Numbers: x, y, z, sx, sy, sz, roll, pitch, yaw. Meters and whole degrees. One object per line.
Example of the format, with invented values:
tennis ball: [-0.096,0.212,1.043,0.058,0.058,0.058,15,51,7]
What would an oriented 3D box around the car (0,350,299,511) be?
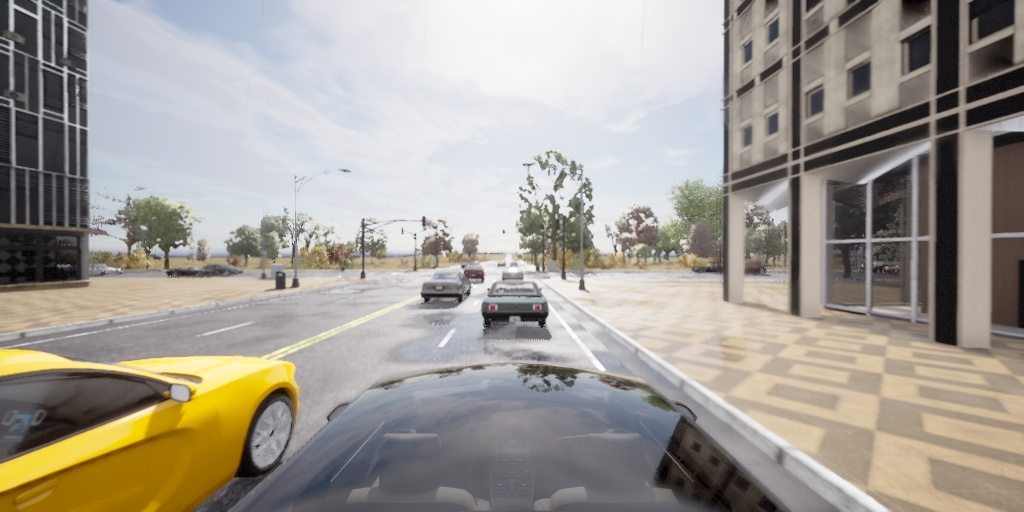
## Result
car: [-3.151,1.228,1.745,1.882,1.535,5.008,0,-1,0]

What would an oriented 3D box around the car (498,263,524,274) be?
car: [0.059,1.578,30.389,2.033,1.411,5.357,0,-1,0]

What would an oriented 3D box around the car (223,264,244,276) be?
car: [-35.768,1.725,44.170,4.892,1.490,1.837,0,0,3]

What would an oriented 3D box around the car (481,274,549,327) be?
car: [0.084,1.453,12.000,1.895,1.301,4.718,0,-1,0]

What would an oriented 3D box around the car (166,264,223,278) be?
car: [-36.364,1.840,40.940,4.718,1.301,1.895,0,0,3]

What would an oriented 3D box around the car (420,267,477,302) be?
car: [-3.174,1.459,18.128,2.033,1.411,5.357,0,-1,0]

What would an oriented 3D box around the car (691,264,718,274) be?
car: [26.459,1.690,47.575,4.718,1.301,1.895,0,0,3]

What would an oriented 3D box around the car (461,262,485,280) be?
car: [-3.536,1.553,33.168,1.882,1.535,5.008,0,-1,-4]

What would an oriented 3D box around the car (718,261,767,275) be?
car: [28.563,1.456,44.221,4.553,1.767,2.097,0,0,3]

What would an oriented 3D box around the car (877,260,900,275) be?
car: [47.848,1.565,43.245,5.008,1.535,1.882,0,0,3]
